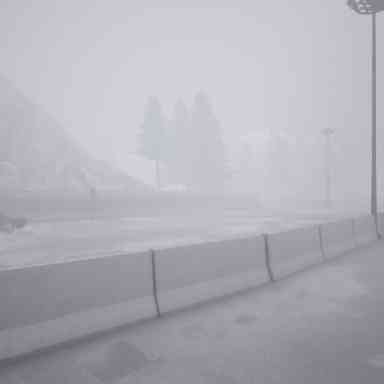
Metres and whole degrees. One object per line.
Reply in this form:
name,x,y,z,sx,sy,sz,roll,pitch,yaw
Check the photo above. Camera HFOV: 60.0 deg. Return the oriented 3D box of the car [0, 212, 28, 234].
car,-11.370,1.603,17.409,4.718,1.301,1.895,0,0,-41
